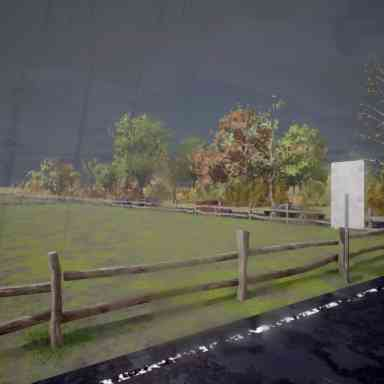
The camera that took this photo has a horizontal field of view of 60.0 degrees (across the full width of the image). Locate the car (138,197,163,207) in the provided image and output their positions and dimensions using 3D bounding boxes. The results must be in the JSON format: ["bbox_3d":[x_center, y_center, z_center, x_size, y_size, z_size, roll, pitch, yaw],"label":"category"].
[{"bbox_3d":[-6.594,1.525,52.714,1.882,1.535,5.008,0,0,-34],"label":"car"}]

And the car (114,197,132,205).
[{"bbox_3d":[-12.540,1.590,61.227,2.033,1.411,5.357,0,0,-35],"label":"car"}]

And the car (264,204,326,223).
[{"bbox_3d":[8.081,1.628,26.406,1.895,1.301,4.718,0,0,-35],"label":"car"}]

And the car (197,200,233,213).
[{"bbox_3d":[2.245,1.565,34.843,1.812,1.442,4.674,0,0,-34],"label":"car"}]

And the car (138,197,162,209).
[{"bbox_3d":[-5.977,1.609,46.767,1.994,1.385,4.181,0,0,-34],"label":"car"}]

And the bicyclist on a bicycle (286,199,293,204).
[{"bbox_3d":[9.956,1.491,34.192,1.656,1.620,0.582,0,0,-35],"label":"bicyclist on a bicycle"}]
